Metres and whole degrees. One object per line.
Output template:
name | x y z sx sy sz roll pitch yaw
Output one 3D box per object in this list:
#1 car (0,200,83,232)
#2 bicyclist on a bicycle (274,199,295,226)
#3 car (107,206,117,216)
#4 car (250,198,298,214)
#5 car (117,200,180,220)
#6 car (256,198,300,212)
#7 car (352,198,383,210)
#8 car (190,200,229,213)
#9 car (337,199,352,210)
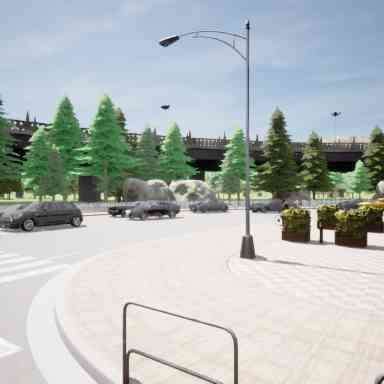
car | -8.967 1.297 20.069 2.097 1.767 4.553 0 0 37
bicyclist on a bicycle | 5.554 1.245 19.593 0.582 1.620 1.656 0 0 -44
car | -5.238 1.545 30.079 4.718 1.301 1.895 0 0 -44
car | 8.445 1.492 34.789 5.357 1.411 2.033 0 0 -20
car | -3.171 1.436 27.140 4.902 1.511 2.128 0 0 -44
car | 9.980 1.470 38.799 4.674 1.442 1.812 0 0 -15
car | 20.886 1.422 36.737 5.008 1.535 1.882 -1 0 4
car | 1.853 1.508 35.367 4.181 1.385 1.994 0 0 -29
car | 19.756 1.509 40.175 4.181 1.385 1.994 0 0 0
